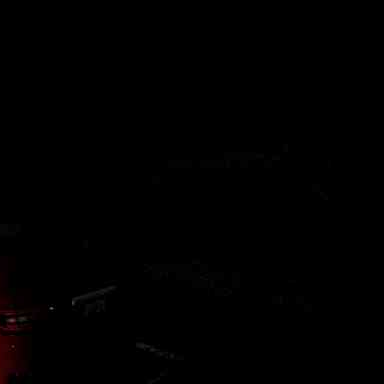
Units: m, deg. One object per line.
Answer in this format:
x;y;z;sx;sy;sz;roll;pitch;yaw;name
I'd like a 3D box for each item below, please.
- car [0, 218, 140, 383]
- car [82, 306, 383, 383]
-2.970;1.314;4.939;5.009;1.841;2.192;0;0;36;car
1.515;1.582;1.724;4.206;1.307;1.802;0;0;36;car
